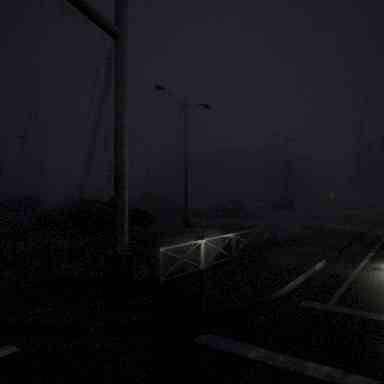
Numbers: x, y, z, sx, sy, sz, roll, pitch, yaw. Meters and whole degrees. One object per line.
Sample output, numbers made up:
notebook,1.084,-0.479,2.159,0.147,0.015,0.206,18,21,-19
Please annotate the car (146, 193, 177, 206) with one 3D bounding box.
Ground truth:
car,-4.309,1.128,50.638,1.932,1.855,4.605,0,0,35

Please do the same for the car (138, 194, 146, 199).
car,-6.922,1.110,51.974,1.905,1.878,3.866,0,0,35

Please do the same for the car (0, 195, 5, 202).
car,-43.667,1.405,72.376,1.812,1.442,4.674,0,0,35

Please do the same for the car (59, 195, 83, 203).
car,-22.815,1.284,62.774,1.970,1.475,3.806,0,0,35

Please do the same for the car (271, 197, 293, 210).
car,10.804,1.386,39.823,1.845,1.501,3.633,0,0,35

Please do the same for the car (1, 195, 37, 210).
car,-20.185,1.335,39.183,2.007,1.523,4.514,0,0,35

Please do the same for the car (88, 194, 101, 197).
car,-17.382,1.199,59.343,2.152,1.636,5.027,0,0,35

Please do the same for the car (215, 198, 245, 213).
car,4.094,1.400,35.473,1.970,1.475,3.806,0,0,35

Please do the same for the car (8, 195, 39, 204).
car,-29.868,1.353,59.120,2.007,1.523,4.514,0,0,35

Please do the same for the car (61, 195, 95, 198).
car,-12.040,1.347,33.394,1.845,1.501,3.633,0,0,35

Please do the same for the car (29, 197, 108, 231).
car,-6.775,1.347,20.298,2.152,1.636,5.027,0,0,35

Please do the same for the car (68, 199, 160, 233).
car,-4.181,1.353,18.535,2.007,1.523,4.514,0,0,35
